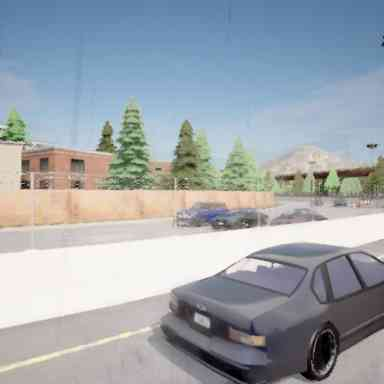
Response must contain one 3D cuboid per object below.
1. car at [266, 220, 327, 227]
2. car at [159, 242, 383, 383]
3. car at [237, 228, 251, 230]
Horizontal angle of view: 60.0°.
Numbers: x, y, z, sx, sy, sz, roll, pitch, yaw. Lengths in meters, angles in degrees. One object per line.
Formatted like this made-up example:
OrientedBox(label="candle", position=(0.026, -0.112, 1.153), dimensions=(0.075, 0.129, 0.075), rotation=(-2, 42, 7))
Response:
OrientedBox(label="car", position=(6.164, 1.662, 18.991), dimensions=(1.994, 1.385, 4.181), rotation=(0, 0, 44))
OrientedBox(label="car", position=(2.084, 1.577, 5.521), dimensions=(5.357, 1.411, 2.033), rotation=(0, 0, -38))
OrientedBox(label="car", position=(3.125, 1.671, 20.888), dimensions=(1.994, 1.385, 4.181), rotation=(0, 0, 45))
